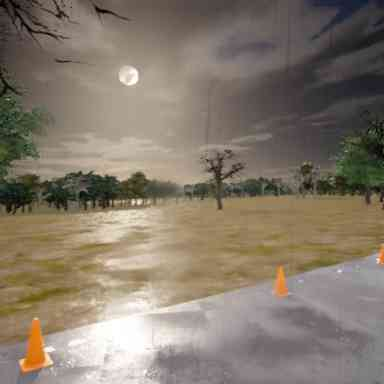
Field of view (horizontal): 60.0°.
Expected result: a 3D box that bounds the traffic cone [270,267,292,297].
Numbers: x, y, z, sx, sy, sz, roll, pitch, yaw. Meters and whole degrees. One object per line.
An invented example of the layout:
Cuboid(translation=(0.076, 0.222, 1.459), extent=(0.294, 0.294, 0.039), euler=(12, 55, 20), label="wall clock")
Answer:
Cuboid(translation=(1.958, 1.935, 7.297), extent=(0.340, 0.580, 0.340), euler=(0, 0, -37), label="traffic cone")

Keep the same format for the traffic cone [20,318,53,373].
Cuboid(translation=(-2.048, 1.957, 4.367), extent=(0.340, 0.580, 0.340), euler=(0, 0, -36), label="traffic cone")

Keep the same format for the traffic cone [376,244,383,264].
Cuboid(translation=(5.923, 1.909, 10.283), extent=(0.340, 0.580, 0.340), euler=(0, 0, -37), label="traffic cone")
